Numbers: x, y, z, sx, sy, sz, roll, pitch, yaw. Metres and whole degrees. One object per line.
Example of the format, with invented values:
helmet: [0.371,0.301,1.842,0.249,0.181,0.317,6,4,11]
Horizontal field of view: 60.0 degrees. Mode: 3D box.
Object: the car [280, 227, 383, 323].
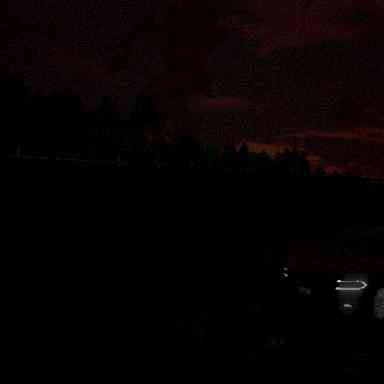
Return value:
car: [4.104,1.556,7.525,5.008,1.535,1.882,1,0,-35]
